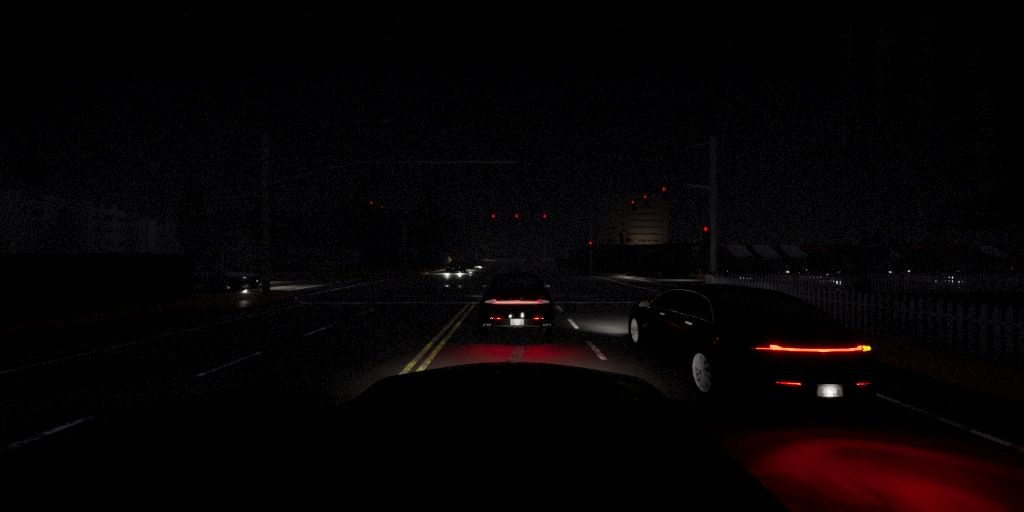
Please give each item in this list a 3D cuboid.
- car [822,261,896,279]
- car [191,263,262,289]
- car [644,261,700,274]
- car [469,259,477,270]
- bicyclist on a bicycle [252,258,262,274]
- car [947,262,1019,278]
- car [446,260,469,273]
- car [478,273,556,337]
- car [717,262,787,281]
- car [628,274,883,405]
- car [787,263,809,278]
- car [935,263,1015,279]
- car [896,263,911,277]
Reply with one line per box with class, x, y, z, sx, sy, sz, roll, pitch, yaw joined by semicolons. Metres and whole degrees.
car;28.875;1.276;30.203;4.674;1.442;1.812;0;0;-1
car;-18.162;1.276;22.254;4.674;1.442;1.812;0;0;0
car;14.920;1.255;33.512;4.892;1.490;1.837;0;0;1
car;-6.778;1.276;54.180;1.812;1.442;4.674;0;0;1
bicyclist on a bicycle;-26.175;1.051;36.843;0.582;1.620;1.656;0;0;-3
car;44.526;1.314;33.974;4.181;1.385;1.994;0;0;-1
car;-6.845;1.255;44.358;1.837;1.490;4.892;0;0;0
car;0.130;1.242;10.333;2.128;1.511;4.902;0;0;0
car;19.615;1.241;30.036;4.902;1.511;2.128;0;0;-1
car;3.587;1.255;6.429;1.837;1.490;4.892;0;0;1
car;24.659;1.297;33.634;5.357;1.411;2.033;0;0;-1
car;38.875;1.276;30.387;4.674;1.442;1.812;0;0;-1
car;34.483;1.242;33.813;4.902;1.511;2.128;0;0;-1
